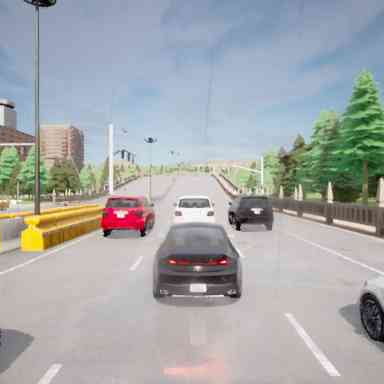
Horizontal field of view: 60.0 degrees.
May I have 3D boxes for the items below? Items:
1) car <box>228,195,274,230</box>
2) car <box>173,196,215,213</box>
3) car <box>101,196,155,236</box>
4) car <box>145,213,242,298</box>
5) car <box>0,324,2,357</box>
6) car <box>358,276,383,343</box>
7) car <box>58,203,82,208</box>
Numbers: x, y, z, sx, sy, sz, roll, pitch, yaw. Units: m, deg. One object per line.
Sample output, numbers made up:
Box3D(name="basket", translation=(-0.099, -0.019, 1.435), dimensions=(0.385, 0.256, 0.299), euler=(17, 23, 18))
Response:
Box3D(name="car", translation=(3.624, 1.220, 21.187), dimensions=(2.150, 2.045, 5.566), euler=(0, 0, 0))
Box3D(name="car", translation=(0.122, 1.219, 18.785), dimensions=(2.150, 2.045, 5.566), euler=(0, 0, 0))
Box3D(name="car", translation=(-3.377, 1.220, 18.378), dimensions=(2.150, 2.045, 5.566), euler=(0, 0, 0))
Box3D(name="car", translation=(0.112, 1.504, 8.489), dimensions=(1.837, 1.490, 4.892), euler=(0, 0, 0))
Box3D(name="car", translation=(-3.395, 1.351, 2.247), dimensions=(2.097, 1.767, 4.553), euler=(0, 0, 0))
Box3D(name="car", translation=(3.600, 1.525, 3.466), dimensions=(1.812, 1.442, 4.674), euler=(0, 0, 0))
Box3D(name="car", translation=(-10.468, 1.610, 28.407), dimensions=(1.895, 1.301, 4.718), euler=(0, 0, 0))
